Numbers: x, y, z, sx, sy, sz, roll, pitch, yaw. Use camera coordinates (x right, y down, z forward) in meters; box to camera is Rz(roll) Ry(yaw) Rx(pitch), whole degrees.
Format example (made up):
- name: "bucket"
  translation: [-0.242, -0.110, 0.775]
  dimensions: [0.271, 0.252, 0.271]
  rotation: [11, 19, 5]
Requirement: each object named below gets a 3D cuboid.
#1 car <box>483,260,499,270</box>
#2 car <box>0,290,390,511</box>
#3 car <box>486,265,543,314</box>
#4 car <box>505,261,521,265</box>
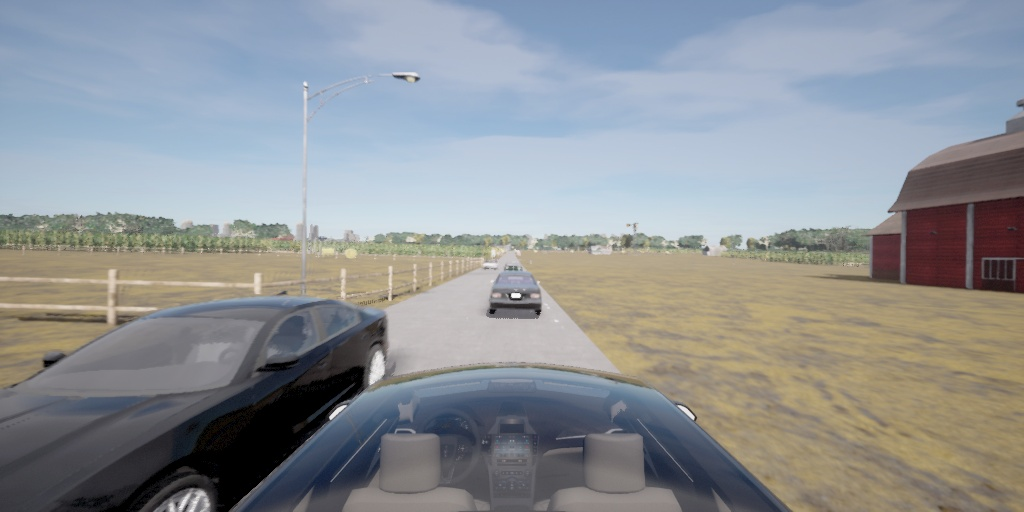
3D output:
- name: "car"
  translation: [-2.721, 1.158, 46.360]
  dimensions: [1.895, 1.301, 4.718]
  rotation: [1, 0, 0]
- name: "car"
  translation: [-2.843, 1.196, 3.630]
  dimensions: [1.882, 1.535, 5.008]
  rotation: [1, 0, 0]
- name: "car"
  translation: [0.124, 1.271, 13.689]
  dimensions: [2.033, 1.411, 5.357]
  rotation: [1, 0, 0]
- name: "car"
  translation: [0.126, 1.233, 38.027]
  dimensions: [1.895, 1.301, 4.718]
  rotation: [1, 0, 0]
